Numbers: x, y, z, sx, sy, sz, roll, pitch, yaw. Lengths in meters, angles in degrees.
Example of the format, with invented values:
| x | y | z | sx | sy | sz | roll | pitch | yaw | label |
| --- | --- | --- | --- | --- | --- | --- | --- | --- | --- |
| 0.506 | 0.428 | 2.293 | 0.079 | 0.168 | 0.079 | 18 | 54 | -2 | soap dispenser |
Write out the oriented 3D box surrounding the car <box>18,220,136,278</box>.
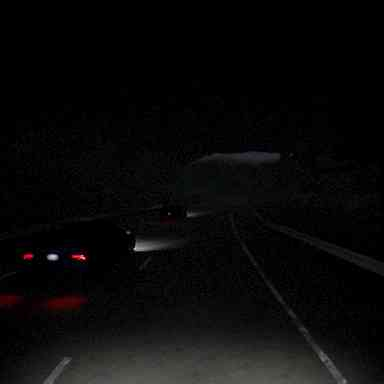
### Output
| x | y | z | sx | sy | sz | roll | pitch | yaw | label |
| --- | --- | --- | --- | --- | --- | --- | --- | --- | --- |
| -3.148 | 1.590 | 10.312 | 2.033 | 1.411 | 5.357 | 0 | 0 | 3 | car |

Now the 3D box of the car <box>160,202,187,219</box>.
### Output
| x | y | z | sx | sy | sz | roll | pitch | yaw | label |
| --- | --- | --- | --- | --- | --- | --- | --- | --- | --- |
| -1.595 | 1.618 | 30.026 | 2.128 | 1.511 | 4.902 | 0 | 0 | 6 | car |
